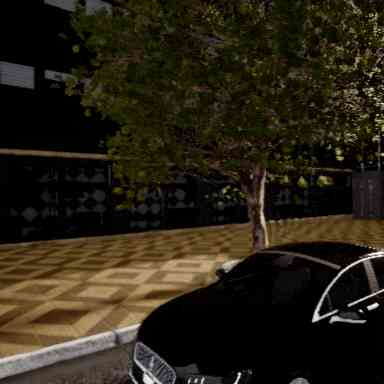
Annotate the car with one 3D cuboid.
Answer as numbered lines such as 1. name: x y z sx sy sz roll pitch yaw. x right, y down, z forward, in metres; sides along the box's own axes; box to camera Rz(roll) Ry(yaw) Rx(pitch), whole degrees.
1. car: 1.575 1.508 4.487 4.892 1.490 1.837 0 0 -35
